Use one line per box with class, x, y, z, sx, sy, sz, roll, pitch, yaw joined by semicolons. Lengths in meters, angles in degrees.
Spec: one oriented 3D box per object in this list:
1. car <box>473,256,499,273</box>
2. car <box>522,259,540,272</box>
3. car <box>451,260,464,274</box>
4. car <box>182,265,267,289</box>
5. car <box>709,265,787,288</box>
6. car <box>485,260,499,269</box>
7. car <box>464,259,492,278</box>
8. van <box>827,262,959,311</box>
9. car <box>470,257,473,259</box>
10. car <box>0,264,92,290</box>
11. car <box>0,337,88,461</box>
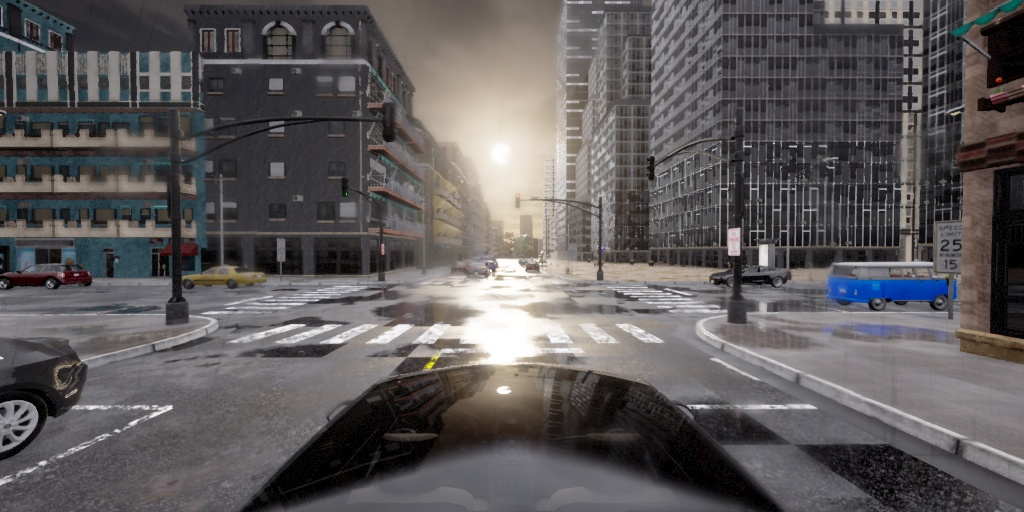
car;-3.178;0.966;44.882;2.150;2.045;5.566;0;0;0
car;2.575;1.289;46.007;1.888;1.381;4.507;0;0;0
car;-5.762;1.289;40.285;1.888;1.381;4.507;0;0;0
car;-17.920;1.247;22.180;4.829;1.417;1.751;0;0;0
car;14.638;1.215;22.293;4.313;1.339;1.948;0;0;0
car;-3.176;1.310;57.992;1.994;1.385;4.181;0;0;1
car;-3.159;1.270;34.261;1.812;1.442;4.674;0;0;0
van;14.667;1.116;13.913;3.998;1.789;1.690;0;0;0
car;-5.773;1.184;45.934;1.967;1.591;4.097;0;0;0
car;-28.818;1.190;22.142;4.097;1.591;1.967;0;0;0
car;-5.692;1.300;2.219;2.007;1.370;4.403;0;0;0
